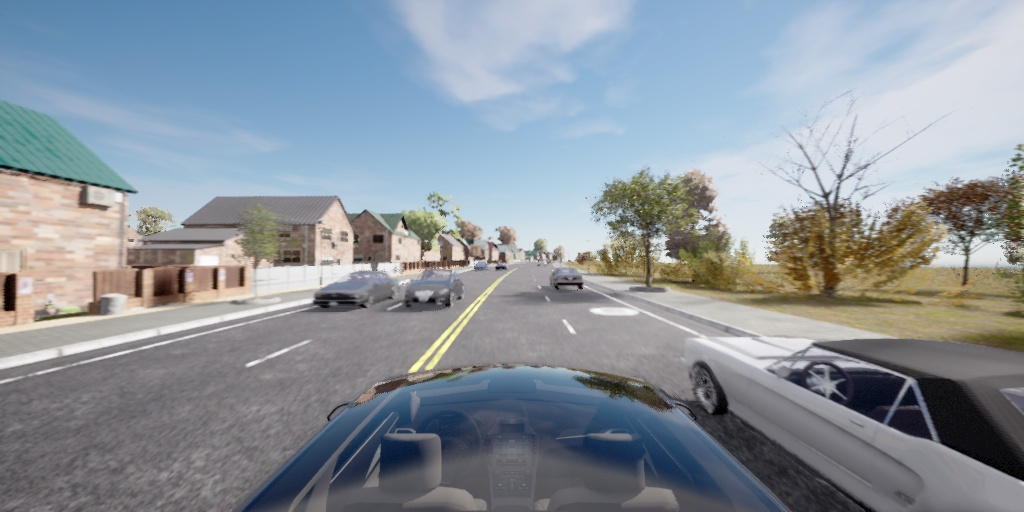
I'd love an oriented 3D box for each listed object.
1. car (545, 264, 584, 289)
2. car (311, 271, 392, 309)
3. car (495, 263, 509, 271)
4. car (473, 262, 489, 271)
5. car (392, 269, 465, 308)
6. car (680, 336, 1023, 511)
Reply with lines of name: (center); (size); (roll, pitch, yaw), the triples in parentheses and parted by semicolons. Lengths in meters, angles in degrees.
car: (3.618, 1.451, 24.435); (2.033, 1.411, 5.357); (0, 0, 1)
car: (-6.499, 1.381, 15.774); (2.033, 1.411, 5.357); (0, 0, 1)
car: (-1.630, 1.712, 57.231); (1.895, 1.301, 4.718); (0, 0, 4)
car: (-4.872, 1.636, 57.494); (1.812, 1.442, 4.674); (0, 0, 4)
car: (-3.239, 1.329, 15.732); (2.128, 1.511, 4.902); (0, 0, 1)
car: (3.356, 1.366, 3.072); (1.895, 1.301, 4.718); (0, 0, 0)
